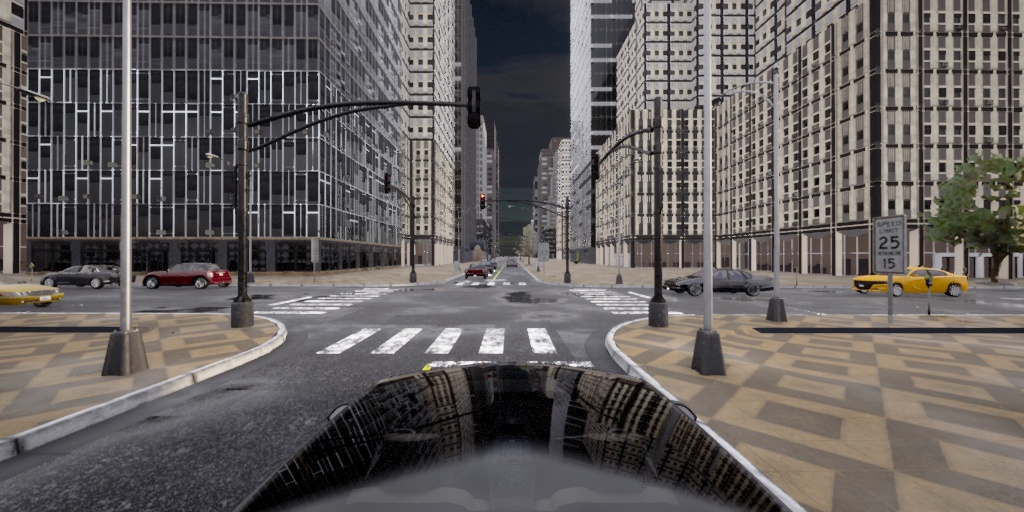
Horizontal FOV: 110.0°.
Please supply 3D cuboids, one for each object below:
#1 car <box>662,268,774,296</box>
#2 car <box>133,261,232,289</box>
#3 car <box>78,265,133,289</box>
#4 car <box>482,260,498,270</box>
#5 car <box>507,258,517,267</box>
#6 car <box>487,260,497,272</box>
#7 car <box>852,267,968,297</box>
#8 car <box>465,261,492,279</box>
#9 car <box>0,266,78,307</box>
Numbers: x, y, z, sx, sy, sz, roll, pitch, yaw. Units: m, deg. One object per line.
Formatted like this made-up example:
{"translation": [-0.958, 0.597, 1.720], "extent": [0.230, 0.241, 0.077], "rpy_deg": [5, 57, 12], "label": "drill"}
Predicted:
{"translation": [10.942, 1.360, 19.089], "extent": [5.357, 1.411, 2.033], "rpy_deg": [0, 0, -1], "label": "car"}
{"translation": [-19.242, 1.109, 21.269], "extent": [4.097, 1.591, 1.967], "rpy_deg": [0, 0, -1], "label": "car"}
{"translation": [-24.918, 1.186, 21.137], "extent": [4.403, 1.370, 2.007], "rpy_deg": [0, 0, -1], "label": "car"}
{"translation": [-3.176, 1.285, 53.439], "extent": [2.033, 1.411, 5.357], "rpy_deg": [0, 0, 0], "label": "car"}
{"translation": [-0.003, 1.281, 63.342], "extent": [2.033, 1.411, 5.357], "rpy_deg": [0, 0, 0], "label": "car"}
{"translation": [-3.164, 1.289, 42.210], "extent": [2.033, 1.411, 5.357], "rpy_deg": [0, 0, 0], "label": "car"}
{"translation": [21.243, 1.335, 19.280], "extent": [5.008, 1.535, 1.882], "rpy_deg": [0, 0, -1], "label": "car"}
{"translation": [-3.139, 1.345, 32.363], "extent": [1.895, 1.301, 4.718], "rpy_deg": [0, 0, -1], "label": "car"}
{"translation": [-18.916, 1.164, 12.634], "extent": [4.829, 1.417, 1.751], "rpy_deg": [0, 0, -1], "label": "car"}
